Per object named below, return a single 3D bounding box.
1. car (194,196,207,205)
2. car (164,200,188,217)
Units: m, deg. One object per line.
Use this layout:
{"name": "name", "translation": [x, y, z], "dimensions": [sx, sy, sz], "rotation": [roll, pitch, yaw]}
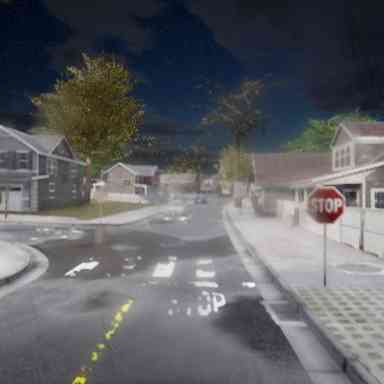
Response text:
{"name": "car", "translation": [1.460, 1.405, 55.586], "dimensions": [2.128, 1.511, 4.902], "rotation": [0, 0, 8]}
{"name": "car", "translation": [-1.389, 1.499, 30.351], "dimensions": [1.812, 1.442, 4.674], "rotation": [0, 1, 5]}
